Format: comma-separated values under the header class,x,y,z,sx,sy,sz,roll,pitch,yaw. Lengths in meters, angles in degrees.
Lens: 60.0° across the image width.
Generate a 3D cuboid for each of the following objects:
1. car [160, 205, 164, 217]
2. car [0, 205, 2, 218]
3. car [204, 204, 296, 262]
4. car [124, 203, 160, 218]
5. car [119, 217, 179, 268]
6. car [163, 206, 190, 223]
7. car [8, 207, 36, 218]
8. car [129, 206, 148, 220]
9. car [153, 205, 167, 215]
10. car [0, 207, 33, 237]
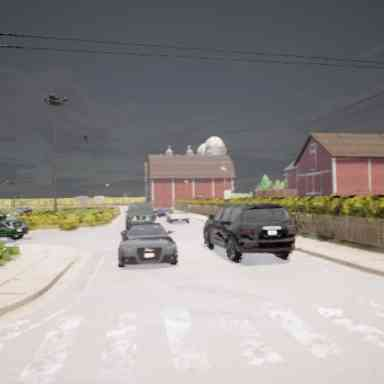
class,x,y,z,sx,sy,sz,roll,pitch,yaw
car,-3.532,2.631,44.680,1.994,1.385,4.181,-1,-1,-9
car,-30.627,2.965,48.702,4.605,1.855,1.932,-1,-1,-10
car,2.075,1.494,13.550,2.150,2.045,5.566,-1,-1,-12
car,-3.979,1.876,25.740,2.150,2.045,5.566,-1,-1,-10
car,-1.699,1.885,12.572,1.994,1.385,4.181,-1,-1,-10
car,-1.441,2.365,32.826,1.895,1.301,4.718,-1,-1,-10
car,-25.672,3.092,50.356,2.128,1.511,4.902,-1,-1,-5
car,-6.625,2.537,41.240,2.128,1.511,4.902,-1,-1,-10
car,-5.222,2.873,54.193,1.994,1.385,4.181,-1,-1,-10
car,-12.511,1.899,19.676,5.566,2.045,2.150,-1,-1,14
